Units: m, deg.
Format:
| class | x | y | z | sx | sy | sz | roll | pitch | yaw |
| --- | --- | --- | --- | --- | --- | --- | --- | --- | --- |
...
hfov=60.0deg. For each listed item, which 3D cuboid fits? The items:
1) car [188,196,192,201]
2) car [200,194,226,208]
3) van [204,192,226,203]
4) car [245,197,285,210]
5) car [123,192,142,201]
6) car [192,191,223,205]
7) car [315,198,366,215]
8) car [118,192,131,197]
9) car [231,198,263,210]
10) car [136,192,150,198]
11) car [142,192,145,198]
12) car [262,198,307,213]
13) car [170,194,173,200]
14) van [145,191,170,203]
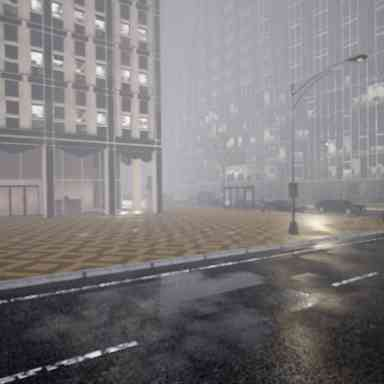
| class | x | y | z | sx | sy | sz | roll | pitch | yaw |
| --- | --- | --- | --- | --- | --- | --- | --- | --- | --- |
| car | 0.808 | 1.074 | 62.835 | 1.802 | 1.307 | 4.206 | 0 | 1 | -34 |
| car | 3.499 | 1.343 | 44.007 | 1.947 | 1.339 | 4.313 | 0 | 1 | -34 |
| van | 4.023 | 0.886 | 58.145 | 1.690 | 1.788 | 3.998 | 0 | 1 | -34 |
| car | 8.863 | 1.389 | 40.847 | 1.895 | 1.301 | 4.718 | -1 | 1 | -34 |
| car | -12.534 | 1.063 | 67.468 | 2.008 | 1.369 | 4.403 | 0 | 1 | -34 |
| car | 2.844 | 0.913 | 49.623 | 2.150 | 2.045 | 5.566 | -1 | 1 | -35 |
| car | 14.476 | 1.383 | 32.644 | 1.837 | 1.490 | 4.892 | -1 | 1 | -34 |
| car | -18.485 | 0.719 | 90.953 | 2.008 | 1.369 | 4.403 | 0 | 1 | -34 |
| car | 6.666 | 1.411 | 39.288 | 1.802 | 1.307 | 4.206 | 0 | 1 | -34 |
| car | -12.055 | 0.716 | 81.579 | 1.967 | 1.590 | 4.097 | 0 | 1 | -34 |
| car | -8.839 | 0.645 | 76.892 | 2.192 | 1.841 | 5.009 | 0 | 1 | -34 |
| car | 9.867 | 1.447 | 34.589 | 1.947 | 1.339 | 4.313 | 0 | 1 | -34 |
| car | -5.623 | 0.966 | 72.208 | 1.802 | 1.307 | 4.206 | 0 | 1 | -34 |
| van | -6.102 | 0.960 | 58.093 | 1.690 | 1.788 | 3.998 | 0 | 1 | -34 |
